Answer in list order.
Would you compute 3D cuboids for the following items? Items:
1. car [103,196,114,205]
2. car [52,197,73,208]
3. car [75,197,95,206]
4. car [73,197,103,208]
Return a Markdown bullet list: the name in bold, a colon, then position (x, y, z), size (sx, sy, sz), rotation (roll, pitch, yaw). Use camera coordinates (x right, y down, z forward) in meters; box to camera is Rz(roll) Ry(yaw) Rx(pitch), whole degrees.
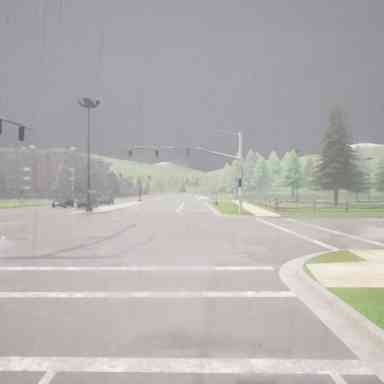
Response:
- **car**: position (-14.920, 1.498, 58.203), size (1.837, 1.490, 4.892), rotation (0, 0, 0)
- **car**: position (-18.438, 1.486, 47.741), size (2.128, 1.511, 4.902), rotation (0, 0, 0)
- **car**: position (-18.421, 1.557, 57.494), size (1.994, 1.385, 4.181), rotation (0, 0, 0)
- **car**: position (-14.934, 1.542, 48.121), size (2.033, 1.411, 5.357), rotation (0, 0, 0)
